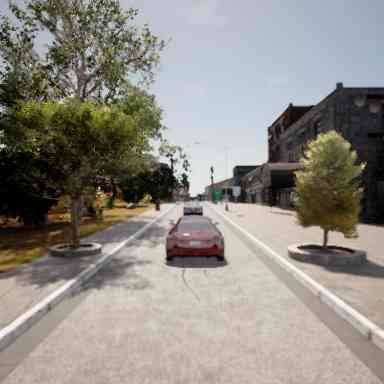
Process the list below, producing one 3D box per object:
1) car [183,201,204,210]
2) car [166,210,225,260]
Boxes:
[{"bbox_3d":[0.109,1.562,30.664,2.033,1.411,5.357,0,0,0],"label":"car"},{"bbox_3d":[0.103,1.570,12.423,1.994,1.385,4.181,0,0,0],"label":"car"}]
